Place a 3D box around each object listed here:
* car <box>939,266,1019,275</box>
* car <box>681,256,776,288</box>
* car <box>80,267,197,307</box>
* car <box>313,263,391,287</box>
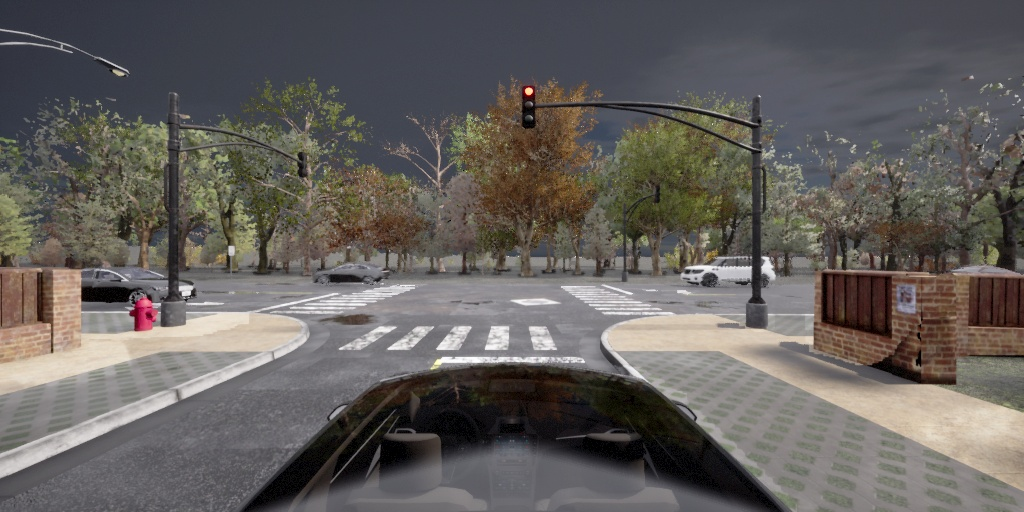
[{"bbox_3d":[30.927,1.392,23.940,4.674,1.442,1.812,0,0,0],"label":"car"},{"bbox_3d":[14.375,1.034,23.930,5.566,2.045,2.150,0,0,0],"label":"car"},{"bbox_3d":[-15.118,1.183,13.946,4.902,1.511,2.128,0,0,0],"label":"car"},{"bbox_3d":[-10.611,1.213,23.902,4.902,1.511,2.128,0,0,0],"label":"car"}]
